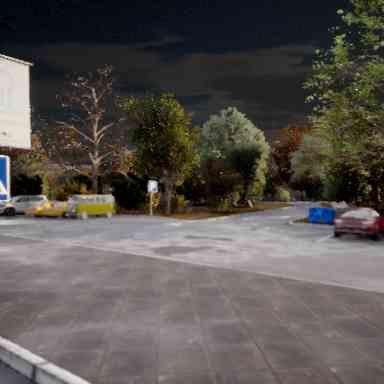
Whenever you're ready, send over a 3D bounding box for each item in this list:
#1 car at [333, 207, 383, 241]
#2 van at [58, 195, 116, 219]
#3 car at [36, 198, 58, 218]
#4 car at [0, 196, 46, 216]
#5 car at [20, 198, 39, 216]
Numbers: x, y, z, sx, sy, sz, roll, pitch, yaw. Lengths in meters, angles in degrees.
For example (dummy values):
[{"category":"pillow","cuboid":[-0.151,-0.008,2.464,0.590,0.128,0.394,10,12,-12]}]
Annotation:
[{"category":"car","cuboid":[8.357,1.475,16.561,2.002,1.452,4.674,0,0,35]},{"category":"van","cuboid":[-8.722,1.254,28.427,1.878,1.987,4.442,-1,-1,35]},{"category":"car","cuboid":[-10.834,1.512,30.277,1.946,1.575,5.366,-1,-1,35]},{"category":"car","cuboid":[-17.821,1.409,34.913,2.435,2.045,5.566,-2,-1,35]},{"category":"car","cuboid":[-13.013,1.551,31.804,1.946,1.575,5.366,-1,-1,35]}]
